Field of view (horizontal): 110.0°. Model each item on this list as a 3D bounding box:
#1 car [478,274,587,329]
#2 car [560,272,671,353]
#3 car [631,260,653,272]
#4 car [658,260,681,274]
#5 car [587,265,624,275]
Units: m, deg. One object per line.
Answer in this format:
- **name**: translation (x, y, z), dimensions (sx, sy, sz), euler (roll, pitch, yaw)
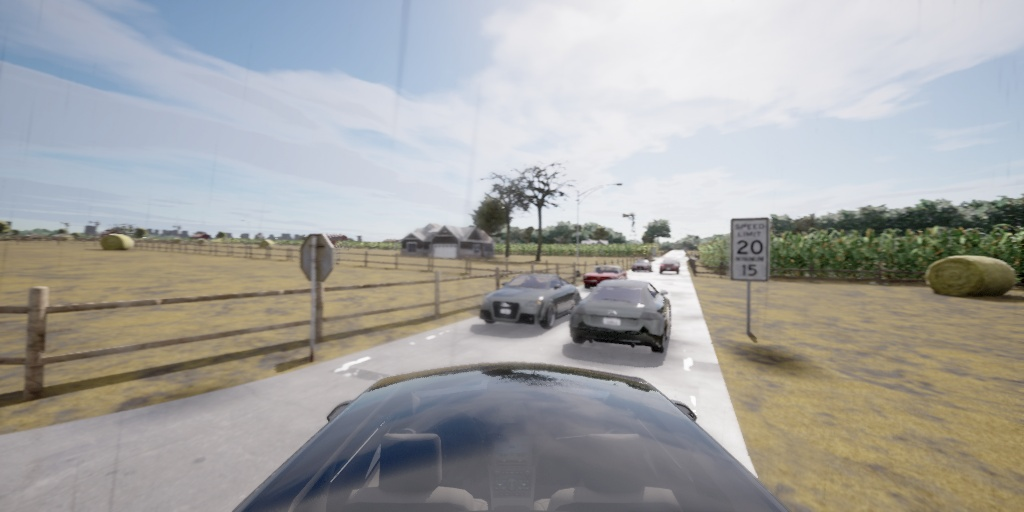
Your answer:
- **car**: translation (0.719, 1.252, 11.111), dimensions (1.994, 1.385, 4.181), euler (1, 0, 26)
- **car**: translation (2.860, 1.278, 8.996), dimensions (1.994, 1.385, 4.181), euler (0, 0, 25)
- **car**: translation (14.717, 1.127, 40.388), dimensions (1.994, 1.385, 4.181), euler (1, 0, 26)
- **car**: translation (16.505, 1.118, 37.611), dimensions (1.812, 1.442, 4.674), euler (0, 0, 25)
- **car**: translation (5.650, 1.246, 21.506), dimensions (1.895, 1.301, 4.718), euler (0, 0, 25)
